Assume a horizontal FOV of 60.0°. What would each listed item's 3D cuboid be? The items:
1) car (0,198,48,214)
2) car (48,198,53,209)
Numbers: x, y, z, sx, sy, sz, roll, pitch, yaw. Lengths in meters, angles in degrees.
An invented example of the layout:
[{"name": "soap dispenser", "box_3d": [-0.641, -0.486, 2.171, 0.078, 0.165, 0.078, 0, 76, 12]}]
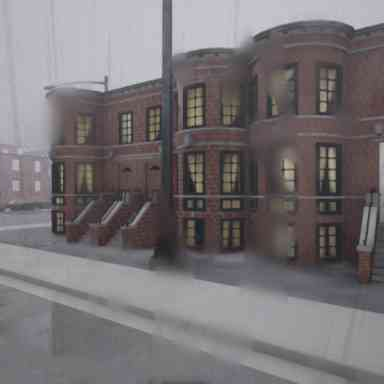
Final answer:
[{"name": "car", "box_3d": [-18.815, 1.462, 36.125, 1.882, 1.535, 5.008, 0, 0, 36]}, {"name": "car", "box_3d": [-18.652, 1.530, 42.369, 2.033, 1.411, 5.357, 0, 0, 36]}]
